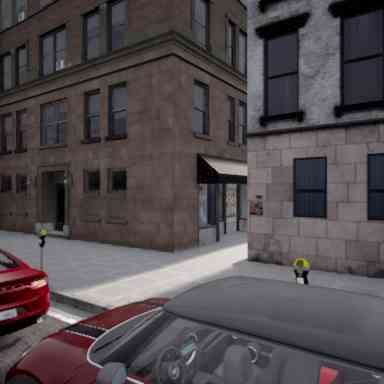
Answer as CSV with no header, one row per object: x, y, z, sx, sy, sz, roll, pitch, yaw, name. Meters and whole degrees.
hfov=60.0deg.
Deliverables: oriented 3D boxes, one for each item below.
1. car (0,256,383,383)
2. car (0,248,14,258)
0.299,1.441,2.592,4.097,1.590,1.967,0,0,35,car
-4.349,1.551,5.860,4.507,1.381,1.887,0,0,35,car
